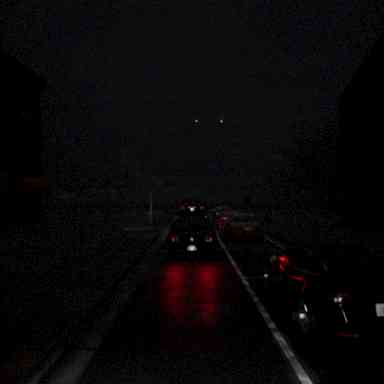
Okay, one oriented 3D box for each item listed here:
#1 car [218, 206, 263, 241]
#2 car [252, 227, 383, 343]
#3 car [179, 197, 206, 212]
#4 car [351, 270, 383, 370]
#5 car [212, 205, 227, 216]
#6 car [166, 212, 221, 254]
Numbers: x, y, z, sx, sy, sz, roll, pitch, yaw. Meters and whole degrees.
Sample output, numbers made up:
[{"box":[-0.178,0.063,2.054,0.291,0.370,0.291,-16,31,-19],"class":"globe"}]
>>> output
[{"box":[2.623,1.691,17.747,1.752,1.417,4.829,-1,-1,0],"class":"car"},{"box":[2.623,1.627,6.513,1.947,1.339,4.313,-1,-1,0],"class":"car"},{"box":[0.006,1.487,29.015,2.150,2.045,5.566,0,0,0],"class":"car"},{"box":[2.621,1.537,1.151,1.752,1.417,4.829,-1,-1,0],"class":"car"},{"box":[2.625,1.798,23.110,1.802,1.307,4.206,-1,-1,0],"class":"car"},{"box":[0.004,1.732,14.096,1.895,1.301,4.718,0,0,0],"class":"car"}]
